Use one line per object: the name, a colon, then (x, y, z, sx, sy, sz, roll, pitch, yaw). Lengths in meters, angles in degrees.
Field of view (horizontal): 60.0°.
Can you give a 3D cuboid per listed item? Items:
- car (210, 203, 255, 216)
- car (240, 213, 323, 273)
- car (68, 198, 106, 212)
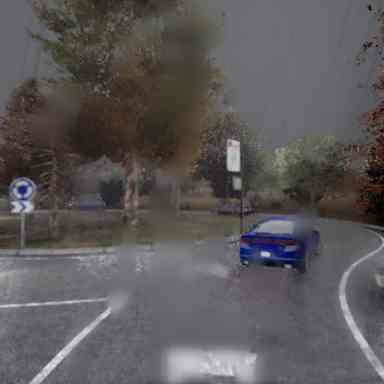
car: (4.470, 1.921, 37.190, 2.033, 1.411, 5.357, 1, -1, -42)
car: (3.188, 1.591, 11.356, 1.882, 1.535, 5.008, -1, -1, 28)
car: (-12.903, 1.574, 41.030, 4.553, 1.767, 2.097, 1, -1, -15)
